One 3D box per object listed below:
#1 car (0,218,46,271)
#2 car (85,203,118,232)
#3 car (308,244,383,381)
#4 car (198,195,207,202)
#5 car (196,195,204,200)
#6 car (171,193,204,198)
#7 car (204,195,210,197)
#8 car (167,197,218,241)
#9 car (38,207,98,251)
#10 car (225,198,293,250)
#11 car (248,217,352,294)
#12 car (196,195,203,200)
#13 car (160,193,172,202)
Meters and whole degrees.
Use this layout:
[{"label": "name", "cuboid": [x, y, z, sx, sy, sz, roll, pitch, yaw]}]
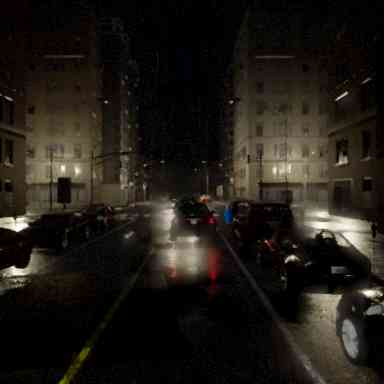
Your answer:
[{"label": "car", "cuboid": [-5.663, 1.570, 8.524, 1.802, 1.307, 4.206, 0, 0, 0]}, {"label": "car", "cuboid": [-5.657, 1.404, 19.574, 1.967, 1.590, 4.097, 0, 0, 0]}, {"label": "car", "cuboid": [2.860, 1.541, 3.004, 2.008, 1.369, 4.403, 0, 0, 0]}, {"label": "car", "cuboid": [2.368, 1.455, 74.772, 1.802, 1.307, 4.206, 0, 0, -1]}, {"label": "car", "cuboid": [2.126, 1.449, 86.076, 1.802, 1.307, 4.206, 0, 0, -1]}, {"label": "car", "cuboid": [-0.564, 1.275, 32.478, 2.097, 1.767, 4.553, 0, 0, -9]}, {"label": "car", "cuboid": [2.610, 1.326, 63.464, 1.967, 1.590, 4.097, 0, 0, -1]}, {"label": "car", "cuboid": [0.090, 1.315, 16.515, 2.097, 1.767, 4.553, 0, 0, 0]}, {"label": "car", "cuboid": [-5.660, 1.542, 14.049, 1.947, 1.339, 4.313, 0, 0, 0]}, {"label": "car", "cuboid": [2.866, 1.281, 14.051, 2.192, 1.841, 5.009, 0, 0, 0]}, {"label": "car", "cuboid": [2.863, 1.544, 8.527, 1.947, 1.339, 4.313, 0, 0, 0]}, {"label": "car", "cuboid": [2.005, 1.417, 91.729, 1.887, 1.381, 4.507, 0, 0, -1]}, {"label": "car", "cuboid": [-6.155, 1.323, 74.598, 1.967, 1.590, 4.097, 0, 0, -1]}]
